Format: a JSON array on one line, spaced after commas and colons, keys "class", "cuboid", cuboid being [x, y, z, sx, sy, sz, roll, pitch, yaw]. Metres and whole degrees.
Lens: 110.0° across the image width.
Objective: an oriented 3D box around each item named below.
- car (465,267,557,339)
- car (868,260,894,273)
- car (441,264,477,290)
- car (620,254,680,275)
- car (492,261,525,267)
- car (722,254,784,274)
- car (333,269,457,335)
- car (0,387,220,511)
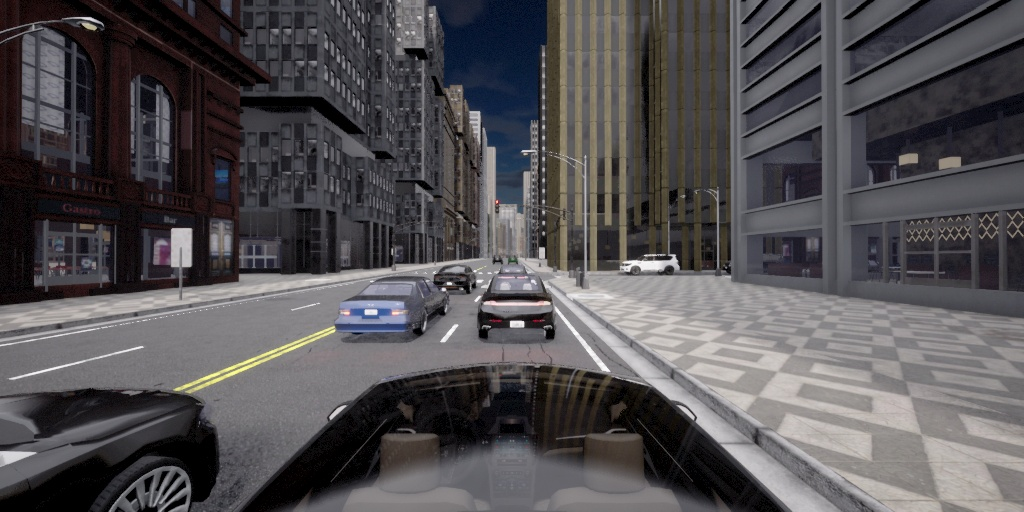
[{"class": "car", "cuboid": [0.119, 1.238, 10.059, 2.128, 1.511, 4.902, 0, 0, 0]}, {"class": "car", "cuboid": [34.780, 1.099, 35.803, 5.357, 1.411, 2.033, 0, 0, 0]}, {"class": "car", "cuboid": [-3.102, 1.210, 20.248, 1.882, 1.535, 5.008, 0, 0, 0]}, {"class": "car", "cuboid": [13.735, 0.859, 35.816, 5.566, 2.045, 2.150, 0, 0, 0]}, {"class": "car", "cuboid": [0.044, 1.225, 19.489, 2.128, 1.511, 4.902, 0, 0, 0]}, {"class": "car", "cuboid": [24.162, 0.815, 35.816, 5.566, 2.045, 2.150, 0, 0, 0]}, {"class": "car", "cuboid": [-3.129, 1.293, 10.480, 2.033, 1.411, 5.357, 0, 0, 0]}, {"class": "car", "cuboid": [-3.149, 1.241, 0.736, 2.128, 1.511, 4.902, 0, 0, 0]}]
